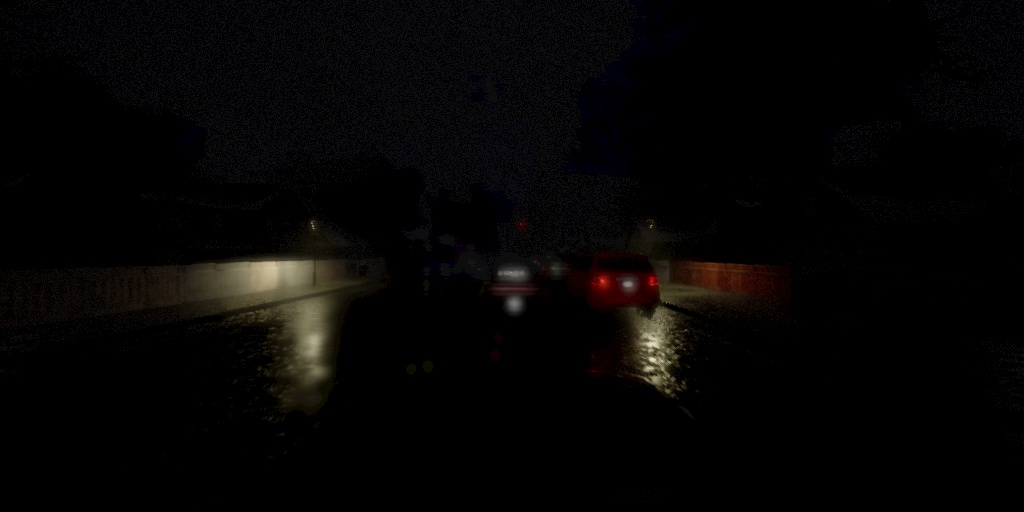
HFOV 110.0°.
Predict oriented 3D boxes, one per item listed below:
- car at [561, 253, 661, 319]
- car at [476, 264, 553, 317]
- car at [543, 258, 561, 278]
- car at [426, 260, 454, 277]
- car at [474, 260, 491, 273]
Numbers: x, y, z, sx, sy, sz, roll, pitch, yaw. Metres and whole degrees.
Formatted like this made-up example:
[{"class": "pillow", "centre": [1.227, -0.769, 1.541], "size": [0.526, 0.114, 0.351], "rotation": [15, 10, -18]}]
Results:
[{"class": "car", "centre": [3.342, 0.933, 12.856], "size": [2.150, 2.045, 5.566], "rotation": [0, 0, 0]}, {"class": "car", "centre": [0.081, 1.206, 12.982], "size": [2.128, 1.511, 4.902], "rotation": [0, 0, 0]}, {"class": "car", "centre": [3.335, 1.017, 28.888], "size": [2.097, 1.767, 4.553], "rotation": [0, 0, 0]}, {"class": "car", "centre": [-6.592, 1.127, 33.354], "size": [1.882, 1.535, 5.008], "rotation": [0, 0, 0]}, {"class": "car", "centre": [-3.312, 1.168, 41.882], "size": [2.033, 1.411, 5.357], "rotation": [0, 0, 0]}]
